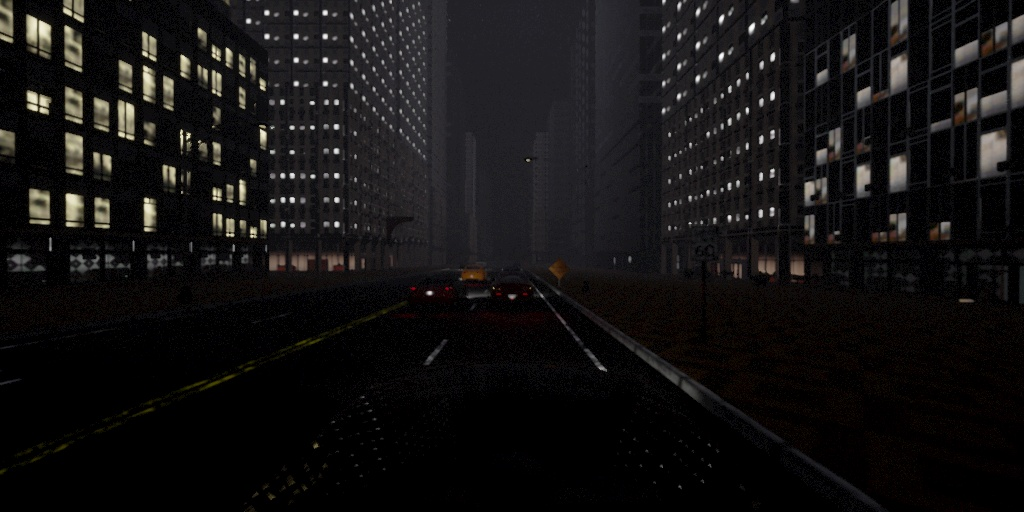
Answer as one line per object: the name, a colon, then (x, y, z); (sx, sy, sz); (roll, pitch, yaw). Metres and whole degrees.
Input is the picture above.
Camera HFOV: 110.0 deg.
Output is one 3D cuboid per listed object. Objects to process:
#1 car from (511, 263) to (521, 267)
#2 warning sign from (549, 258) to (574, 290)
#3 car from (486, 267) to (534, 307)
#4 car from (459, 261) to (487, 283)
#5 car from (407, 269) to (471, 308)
car: (0.015, 1.592, 31.145); (1.994, 1.385, 4.181); (0, 0, 0)
warning sign: (2.857, 1.053, 21.674); (1.300, 1.860, 1.060); (0, 0, 0)
car: (0.011, 1.412, 16.236); (1.812, 1.442, 4.674); (0, 0, 0)
car: (-3.234, 1.507, 31.339); (1.882, 1.535, 5.008); (0, 0, 0)
car: (-3.240, 1.450, 16.172); (1.994, 1.385, 4.181); (0, 0, 0)
